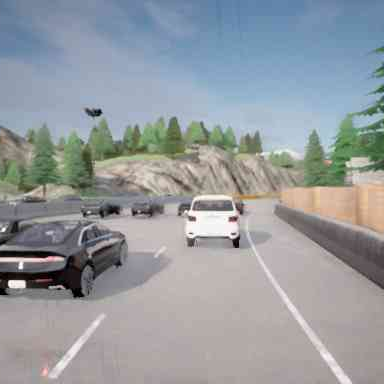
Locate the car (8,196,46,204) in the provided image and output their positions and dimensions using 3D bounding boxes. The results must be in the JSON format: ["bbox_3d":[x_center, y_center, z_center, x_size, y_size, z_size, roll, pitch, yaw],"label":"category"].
[{"bbox_3d":[-21.993,1.283,44.073,2.128,1.511,4.902,0,0,15],"label":"car"}]

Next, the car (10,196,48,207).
[{"bbox_3d":[-24.128,1.316,49.432,2.033,1.411,5.357,0,0,17],"label":"car"}]

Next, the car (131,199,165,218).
[{"bbox_3d":[-3.774,1.381,29.192,2.128,1.511,4.902,0,0,11],"label":"car"}]

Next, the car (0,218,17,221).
[{"bbox_3d":[-6.313,1.544,11.682,1.895,1.301,4.718,0,0,5],"label":"car"}]

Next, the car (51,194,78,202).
[{"bbox_3d":[-17.642,1.146,46.594,2.097,1.767,4.553,0,0,17],"label":"car"}]

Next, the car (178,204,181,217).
[{"bbox_3d":[0.025,1.400,30.285,1.837,1.490,4.892,0,0,12],"label":"car"}]

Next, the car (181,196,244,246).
[{"bbox_3d":[1.052,1.172,15.120,2.150,2.045,5.566,0,0,6],"label":"car"}]

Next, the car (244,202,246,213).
[{"bbox_3d":[4.207,1.374,32.864,1.882,1.535,5.008,0,0,13],"label":"car"}]

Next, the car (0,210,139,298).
[{"bbox_3d":[-3.024,1.454,8.459,2.128,1.511,4.902,0,0,3],"label":"car"}]

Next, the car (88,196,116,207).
[{"bbox_3d":[-13.224,1.323,49.096,1.812,1.442,4.674,0,0,18],"label":"car"}]

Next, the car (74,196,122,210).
[{"bbox_3d":[-7.537,1.375,28.153,2.128,1.511,4.902,0,0,11],"label":"car"}]
